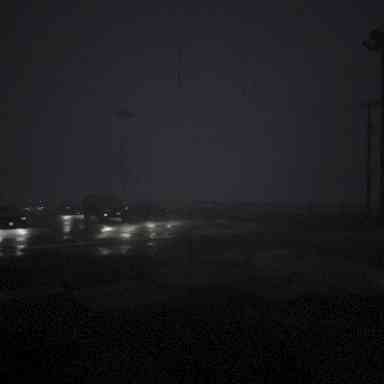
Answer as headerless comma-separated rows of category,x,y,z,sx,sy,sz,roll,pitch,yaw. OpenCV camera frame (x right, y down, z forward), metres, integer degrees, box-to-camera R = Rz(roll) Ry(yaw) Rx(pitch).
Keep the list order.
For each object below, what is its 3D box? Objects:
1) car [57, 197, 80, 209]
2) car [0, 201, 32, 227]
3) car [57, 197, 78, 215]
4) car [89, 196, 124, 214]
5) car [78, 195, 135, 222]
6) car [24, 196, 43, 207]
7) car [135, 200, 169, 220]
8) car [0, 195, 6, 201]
car,-17.567,1.486,47.243,1.882,1.535,5.008,0,0,-36
car,-12.500,1.550,22.293,2.033,1.411,5.357,0,0,-36
car,-12.623,1.533,34.416,1.812,1.442,4.674,0,0,-36
car,-9.264,1.360,35.742,2.097,1.767,4.553,0,0,-36
car,-7.000,1.228,26.640,2.150,2.045,5.566,0,0,-36
car,-24.127,1.358,50.398,2.097,1.767,4.553,0,0,-35
car,-3.851,1.486,28.255,1.882,1.535,5.008,0,0,-36
car,-18.730,1.224,30.907,2.150,2.045,5.566,0,0,-36
